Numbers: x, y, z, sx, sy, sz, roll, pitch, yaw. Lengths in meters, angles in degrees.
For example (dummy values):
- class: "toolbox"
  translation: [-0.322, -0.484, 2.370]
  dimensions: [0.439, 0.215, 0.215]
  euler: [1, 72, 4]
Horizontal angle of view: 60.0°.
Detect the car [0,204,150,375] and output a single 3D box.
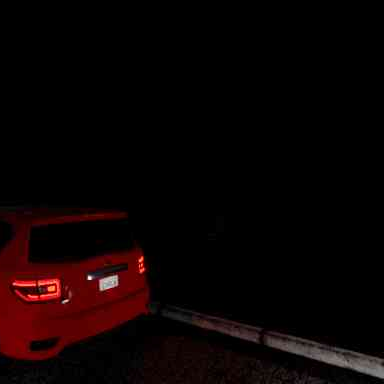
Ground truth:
- class: "car"
  translation: [-3.237, 1.229, 5.686]
  dimensions: [5.566, 2.045, 2.150]
  euler: [0, 0, 35]
